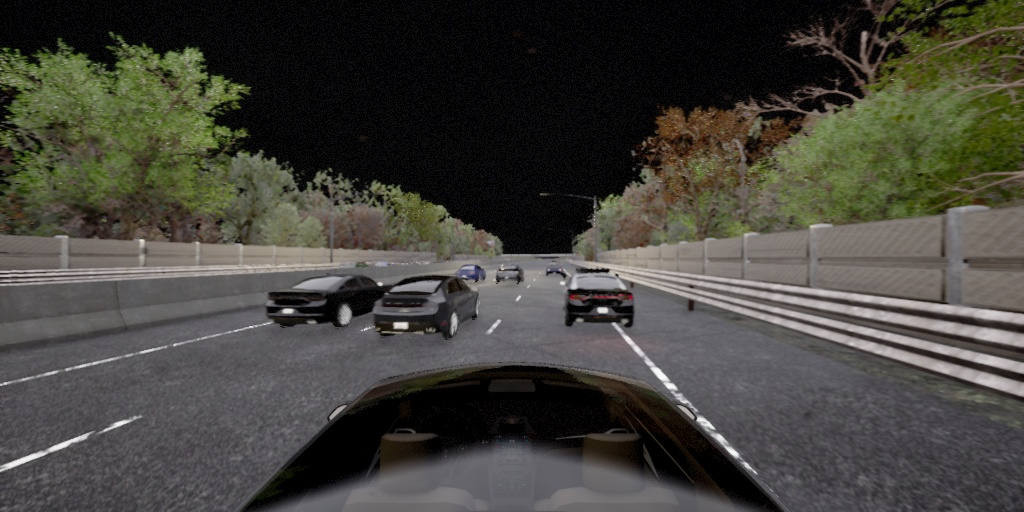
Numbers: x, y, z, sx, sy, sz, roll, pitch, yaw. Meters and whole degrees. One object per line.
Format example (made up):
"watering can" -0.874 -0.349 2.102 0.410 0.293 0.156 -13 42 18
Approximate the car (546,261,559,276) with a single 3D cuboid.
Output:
"car" 4.780 1.526 40.277 1.895 1.301 4.718 0 0 7

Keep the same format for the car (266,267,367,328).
"car" -5.543 1.296 11.793 1.882 1.535 5.008 0 0 7

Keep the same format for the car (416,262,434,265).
"car" -11.953 1.512 49.372 1.882 1.535 5.008 0 0 7

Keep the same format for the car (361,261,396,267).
"car" -16.075 1.500 44.220 1.882 1.535 5.008 0 0 7

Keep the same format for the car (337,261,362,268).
"car" -19.607 1.386 44.145 2.097 1.767 4.553 0 0 7

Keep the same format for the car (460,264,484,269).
"car" -3.424 1.429 30.026 1.812 1.442 4.674 0 0 7

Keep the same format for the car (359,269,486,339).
"car" -2.185 1.304 10.354 1.837 1.490 4.892 0 0 7

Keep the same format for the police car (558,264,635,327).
"police car" 2.642 1.214 11.846 1.930 1.638 5.238 0 0 7

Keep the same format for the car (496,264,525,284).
"car" -0.088 1.374 28.452 2.128 1.511 4.902 0 0 7
